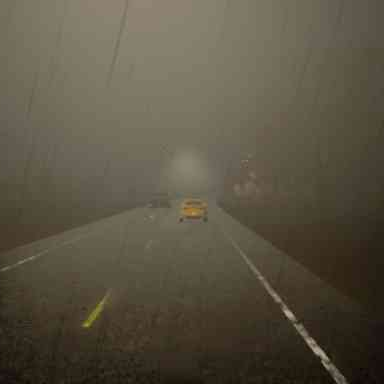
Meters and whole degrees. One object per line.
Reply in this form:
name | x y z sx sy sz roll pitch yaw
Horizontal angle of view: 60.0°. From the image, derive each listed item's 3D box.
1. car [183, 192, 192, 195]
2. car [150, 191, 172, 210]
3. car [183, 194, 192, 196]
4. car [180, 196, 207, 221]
car | -1.020 0.693 79.741 1.837 1.490 4.892 0 0 5
car | -3.496 0.918 38.411 2.150 2.045 5.566 0 1 1
car | 0.270 1.237 41.595 1.994 1.385 4.181 0 0 1
car | 0.099 1.283 24.745 1.882 1.535 5.008 0 0 0
